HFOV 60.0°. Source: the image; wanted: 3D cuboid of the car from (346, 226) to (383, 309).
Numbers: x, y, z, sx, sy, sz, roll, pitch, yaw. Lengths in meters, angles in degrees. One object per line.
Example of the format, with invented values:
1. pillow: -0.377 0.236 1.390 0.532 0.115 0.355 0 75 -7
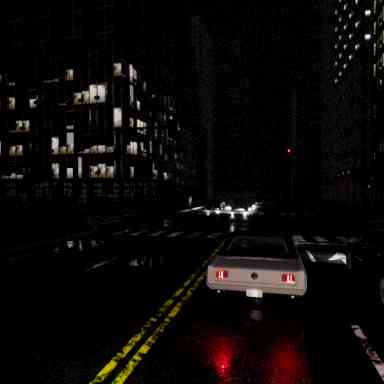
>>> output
1. car: 4.838 1.501 7.449 1.837 1.490 4.892 0 0 13

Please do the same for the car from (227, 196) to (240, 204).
1. car: 7.923 1.460 63.175 1.837 1.490 4.892 0 0 14

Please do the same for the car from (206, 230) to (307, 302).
1. car: 1.709 1.597 8.353 1.895 1.301 4.718 0 0 14

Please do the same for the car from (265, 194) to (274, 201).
1. car: 18.750 1.286 80.526 2.128 1.511 4.902 0 0 13

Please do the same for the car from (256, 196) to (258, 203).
1. car: 10.386 1.559 59.544 1.895 1.301 4.718 0 0 14

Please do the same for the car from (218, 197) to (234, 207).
1. car: 5.485 1.567 53.048 1.895 1.301 4.718 0 0 13

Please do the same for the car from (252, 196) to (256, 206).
1. car: 8.043 1.460 49.739 2.128 1.511 4.902 0 0 13

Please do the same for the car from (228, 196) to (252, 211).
1. car: 5.918 1.503 40.739 1.812 1.442 4.674 0 0 13

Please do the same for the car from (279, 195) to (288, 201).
1. car: 21.920 1.355 79.808 1.895 1.301 4.718 0 0 13

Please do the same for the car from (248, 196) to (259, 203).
1. car: 12.863 1.485 69.737 2.033 1.411 5.357 0 0 13

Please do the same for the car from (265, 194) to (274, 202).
1. car: 16.459 1.530 70.823 1.895 1.301 4.718 0 0 13

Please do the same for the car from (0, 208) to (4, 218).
1. car: -17.310 1.434 26.693 4.313 1.339 1.947 1 1 14

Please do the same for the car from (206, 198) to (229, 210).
1. car: 3.151 1.524 43.182 2.033 1.411 5.357 0 0 13

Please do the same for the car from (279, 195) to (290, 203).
1. car: 19.520 1.474 69.640 2.033 1.411 5.357 0 0 13
